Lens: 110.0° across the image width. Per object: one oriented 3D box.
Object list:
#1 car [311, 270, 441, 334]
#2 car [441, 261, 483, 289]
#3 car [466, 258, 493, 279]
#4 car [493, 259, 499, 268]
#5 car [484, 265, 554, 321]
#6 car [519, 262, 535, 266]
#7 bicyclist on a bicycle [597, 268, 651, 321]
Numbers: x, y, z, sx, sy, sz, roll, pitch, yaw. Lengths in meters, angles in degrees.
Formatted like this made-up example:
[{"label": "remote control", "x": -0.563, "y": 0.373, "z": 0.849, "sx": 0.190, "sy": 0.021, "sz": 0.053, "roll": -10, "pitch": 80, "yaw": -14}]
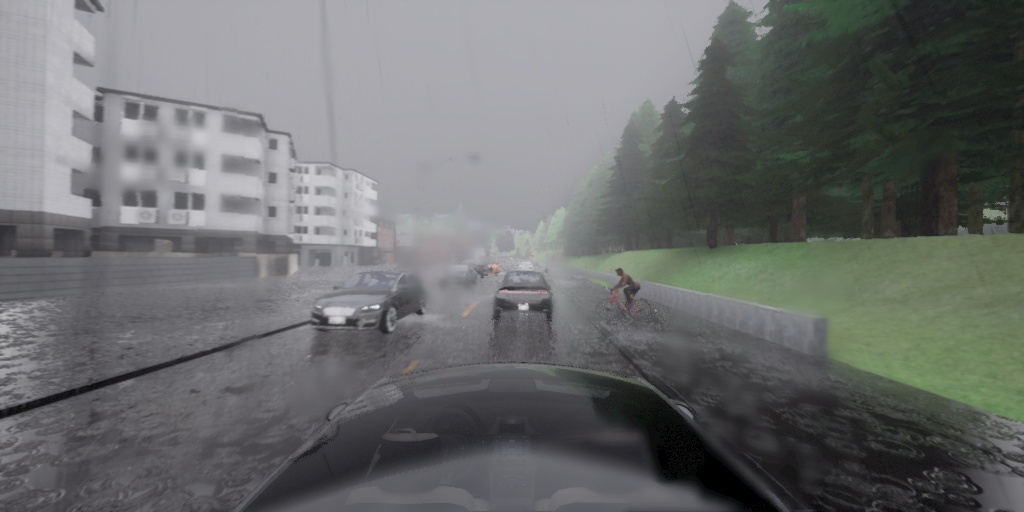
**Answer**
[{"label": "car", "x": -3.829, "y": 1.186, "z": 10.511, "sx": 2.128, "sy": 1.511, "sz": 4.902, "roll": 1, "pitch": 0, "yaw": 2}, {"label": "car", "x": -3.316, "y": 1.254, "z": 23.323, "sx": 1.812, "sy": 1.442, "sz": 4.674, "roll": 1, "pitch": 0, "yaw": 3}, {"label": "car", "x": -2.986, "y": 0.941, "z": 29.179, "sx": 1.882, "sy": 1.535, "sz": 5.008, "roll": 1, "pitch": 0, "yaw": 2}, {"label": "car", "x": -2.546, "y": 1.128, "z": 40.392, "sx": 2.097, "sy": 1.767, "sz": 4.553, "roll": 1, "pitch": 0, "yaw": 2}, {"label": "car", "x": 0.440, "y": 1.270, "z": 12.677, "sx": 2.128, "sy": 1.511, "sz": 4.902, "roll": 1, "pitch": 0, "yaw": 2}, {"label": "car", "x": 1.482, "y": 1.373, "z": 38.618, "sx": 1.812, "sy": 1.442, "sz": 4.674, "roll": 1, "pitch": 0, "yaw": 2}, {"label": "bicyclist on a bicycle", "x": 3.416, "y": 1.180, "z": 10.911, "sx": 1.656, "sy": 1.620, "sz": 0.582, "roll": 1, "pitch": 0, "yaw": 2}]
